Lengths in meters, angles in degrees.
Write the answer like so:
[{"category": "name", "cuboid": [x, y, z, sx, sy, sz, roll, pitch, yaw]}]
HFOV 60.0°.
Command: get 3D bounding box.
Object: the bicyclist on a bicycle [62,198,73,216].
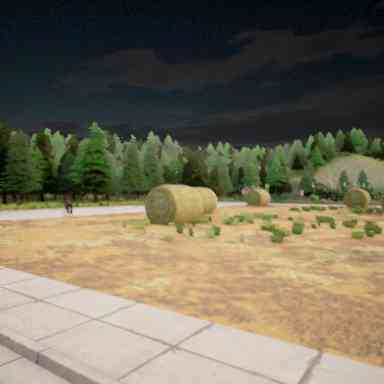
[{"category": "bicyclist on a bicycle", "cuboid": [-11.271, 1.338, 30.111, 1.656, 1.620, 0.582, 0, 0, 37]}]
